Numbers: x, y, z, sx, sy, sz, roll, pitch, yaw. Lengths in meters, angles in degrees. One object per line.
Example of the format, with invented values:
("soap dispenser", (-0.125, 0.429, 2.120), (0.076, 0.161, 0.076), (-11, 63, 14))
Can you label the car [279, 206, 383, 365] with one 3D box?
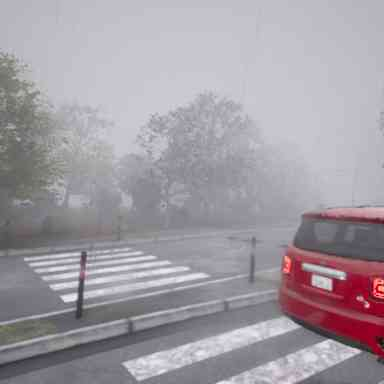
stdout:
("car", (3.987, 1.257, 5.548), (5.566, 2.045, 2.150), (0, -1, -29))
